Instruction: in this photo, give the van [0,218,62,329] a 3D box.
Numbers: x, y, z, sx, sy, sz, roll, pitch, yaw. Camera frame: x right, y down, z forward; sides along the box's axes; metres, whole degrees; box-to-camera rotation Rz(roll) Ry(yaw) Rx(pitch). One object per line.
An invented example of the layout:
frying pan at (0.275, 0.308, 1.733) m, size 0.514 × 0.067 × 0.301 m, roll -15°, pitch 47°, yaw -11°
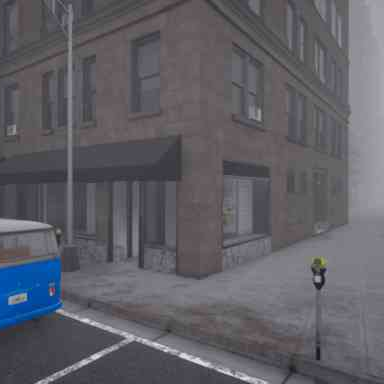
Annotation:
van at (-4.073, 1.340, 5.985) m, size 3.998 × 1.788 × 1.690 m, roll 0°, pitch 0°, yaw 36°
